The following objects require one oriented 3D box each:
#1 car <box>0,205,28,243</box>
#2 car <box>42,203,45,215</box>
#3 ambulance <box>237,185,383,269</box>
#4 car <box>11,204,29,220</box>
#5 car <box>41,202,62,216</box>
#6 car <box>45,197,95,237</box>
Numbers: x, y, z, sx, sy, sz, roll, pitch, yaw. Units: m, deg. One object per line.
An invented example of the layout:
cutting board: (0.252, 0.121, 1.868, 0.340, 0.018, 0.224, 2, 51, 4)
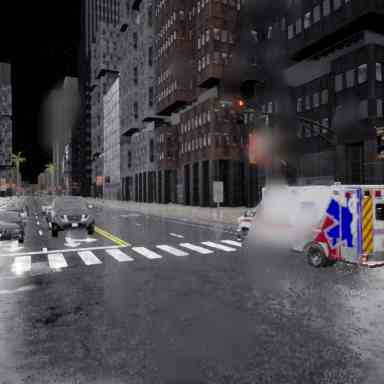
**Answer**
car: (-9.313, 1.646, 16.448, 1.837, 1.490, 4.892, 0, 0, -26)
car: (-11.487, 1.726, 28.395, 1.812, 1.442, 4.674, 0, 0, -26)
ambulance: (4.010, 1.048, 11.529, 2.351, 2.431, 6.366, 0, 0, -26)
car: (-13.350, 1.803, 24.775, 1.895, 1.301, 4.718, 0, 0, -26)
car: (-15.892, 1.864, 37.506, 1.895, 1.301, 4.718, 0, 0, -26)
car: (-7.234, 1.357, 19.616, 2.150, 2.045, 5.566, 0, 0, -26)
